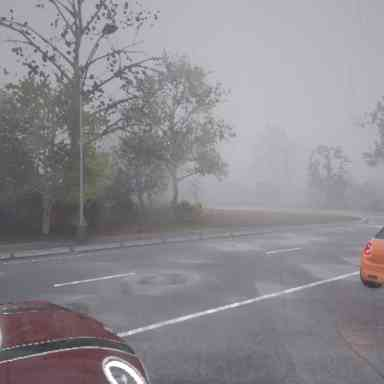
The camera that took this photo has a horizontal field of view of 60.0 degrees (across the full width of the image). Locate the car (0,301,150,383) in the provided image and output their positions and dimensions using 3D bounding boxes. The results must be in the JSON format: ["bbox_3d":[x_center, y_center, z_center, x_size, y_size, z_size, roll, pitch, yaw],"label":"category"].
[{"bbox_3d":[-2.459,1.352,1.957,4.553,1.767,2.097,0,0,-36],"label":"car"}]

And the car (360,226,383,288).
[{"bbox_3d":[6.089,1.352,7.997,4.553,1.767,2.097,0,0,-35],"label":"car"}]
